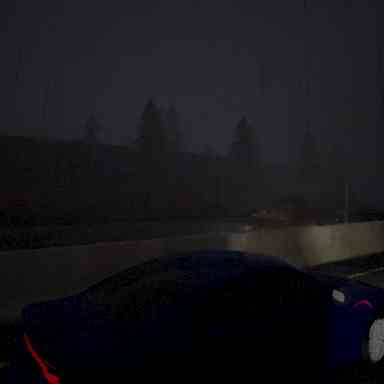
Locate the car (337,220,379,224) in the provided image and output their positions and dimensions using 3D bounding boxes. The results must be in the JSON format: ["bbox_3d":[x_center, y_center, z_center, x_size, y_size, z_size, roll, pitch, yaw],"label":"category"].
[{"bbox_3d":[10.260,1.701,19.824,4.181,1.385,1.994,1,0,-36],"label":"car"}]

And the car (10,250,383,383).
[{"bbox_3d":[0.587,1.493,4.158,5.008,1.535,1.882,1,0,-35],"label":"car"}]

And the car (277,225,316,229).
[{"bbox_3d":[6.024,1.585,21.098,5.008,1.535,1.882,1,0,-35],"label":"car"}]
